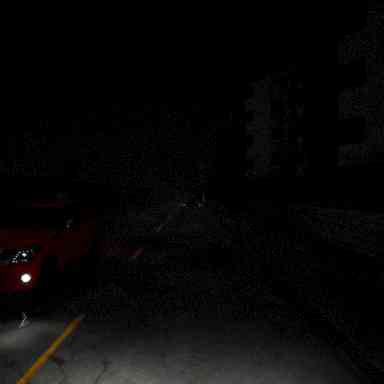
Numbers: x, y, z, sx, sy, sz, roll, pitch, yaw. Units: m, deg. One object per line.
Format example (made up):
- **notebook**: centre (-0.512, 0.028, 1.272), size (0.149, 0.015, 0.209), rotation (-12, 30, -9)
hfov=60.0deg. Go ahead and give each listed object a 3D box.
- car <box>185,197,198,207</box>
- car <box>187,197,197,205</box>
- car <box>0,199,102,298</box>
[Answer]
- **car**: centre (-0.008, 1.558, 51.598), size (1.994, 1.385, 4.181), rotation (0, 0, 0)
- **car**: centre (-0.009, 1.594, 61.629), size (1.895, 1.301, 4.718), rotation (0, 0, 0)
- **car**: centre (-4.056, 1.222, 8.881), size (2.150, 2.045, 5.566), rotation (0, 0, 0)
